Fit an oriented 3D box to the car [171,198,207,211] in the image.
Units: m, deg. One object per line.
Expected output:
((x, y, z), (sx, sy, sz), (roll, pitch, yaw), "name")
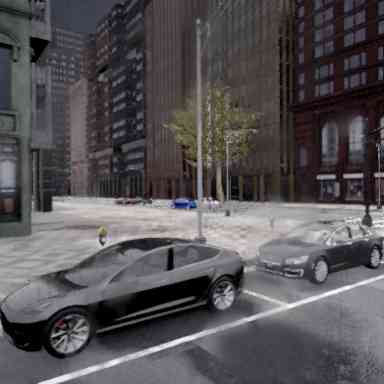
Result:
((-0.705, 1.449, 40.877), (1.882, 1.535, 5.008), (-1, 0, -36), "car")

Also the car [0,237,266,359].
((-0.934, 1.550, 5.987), (4.313, 1.339, 1.947), (0, 0, -35), "car")

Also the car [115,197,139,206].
((-11.199, 1.692, 55.690), (1.895, 1.301, 4.718), (-1, 0, -36), "car")

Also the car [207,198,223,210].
((2.005, 1.461, 42.680), (1.812, 1.442, 4.674), (-1, 0, -36), "car")

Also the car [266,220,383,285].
((3.655, 1.500, 9.260), (4.403, 1.369, 2.008), (0, 0, -35), "car")

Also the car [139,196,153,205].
((-8.576, 1.548, 57.607), (1.837, 1.490, 4.892), (-1, 0, -36), "car")
